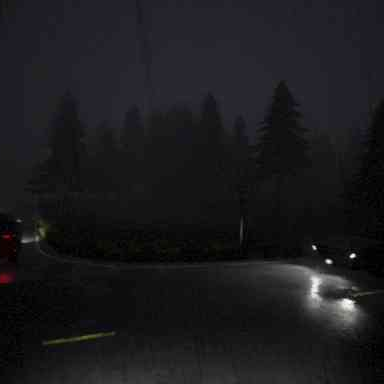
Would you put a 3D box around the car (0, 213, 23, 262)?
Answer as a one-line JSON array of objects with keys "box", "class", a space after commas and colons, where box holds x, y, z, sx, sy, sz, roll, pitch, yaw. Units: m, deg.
[{"box": [-6.738, 1.379, 11.019, 1.994, 1.385, 4.181, 2, 0, -25], "class": "car"}]

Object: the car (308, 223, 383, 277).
[{"box": [6.368, 1.717, 10.716, 5.357, 1.411, 2.033, 2, 0, -25], "class": "car"}]
